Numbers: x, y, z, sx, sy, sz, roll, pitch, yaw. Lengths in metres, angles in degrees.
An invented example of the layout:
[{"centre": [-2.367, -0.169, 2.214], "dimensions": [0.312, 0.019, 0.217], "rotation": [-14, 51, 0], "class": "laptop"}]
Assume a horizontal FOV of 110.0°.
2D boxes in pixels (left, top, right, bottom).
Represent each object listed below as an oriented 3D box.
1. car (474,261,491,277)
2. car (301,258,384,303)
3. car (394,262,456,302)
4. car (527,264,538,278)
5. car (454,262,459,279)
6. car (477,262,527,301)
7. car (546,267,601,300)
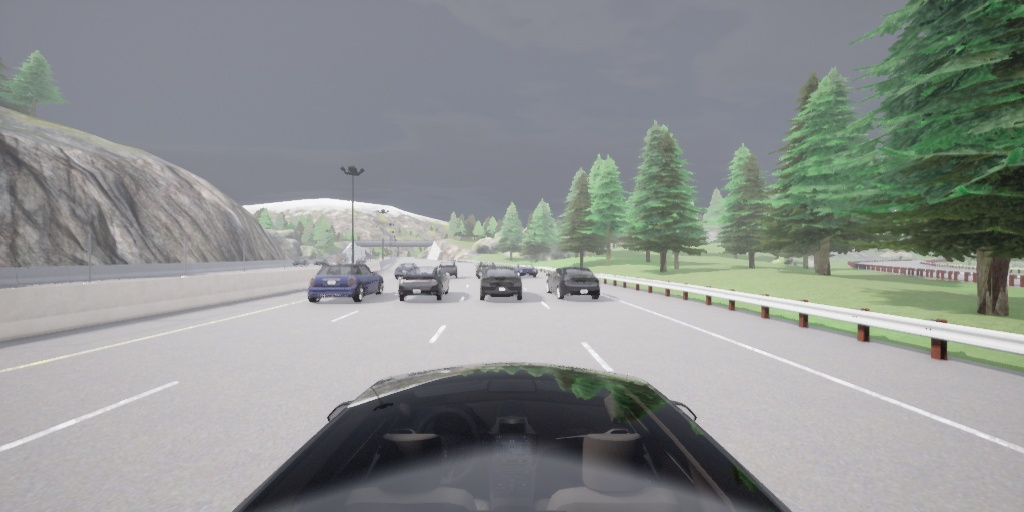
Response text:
[{"centre": [-2.397, 1.243, 33.227], "dimensions": [2.128, 1.511, 4.902], "rotation": [0, 0, -9], "class": "car"}, {"centre": [-7.578, 1.113, 16.851], "dimensions": [2.097, 1.767, 4.553], "rotation": [0, 0, -4], "class": "car"}, {"centre": [-4.090, 1.242, 17.145], "dimensions": [2.128, 1.511, 4.902], "rotation": [0, 0, -4], "class": "car"}, {"centre": [1.058, 1.364, 33.783], "dimensions": [1.895, 1.301, 4.718], "rotation": [0, 0, -9], "class": "car"}, {"centre": [-5.858, 1.242, 32.701], "dimensions": [2.128, 1.511, 4.902], "rotation": [0, 0, -9], "class": "car"}, {"centre": [-0.600, 1.232, 17.409], "dimensions": [1.882, 1.535, 5.008], "rotation": [0, 0, -4], "class": "car"}, {"centre": [2.890, 1.264, 17.673], "dimensions": [1.837, 1.490, 4.892], "rotation": [0, 0, -4], "class": "car"}]
